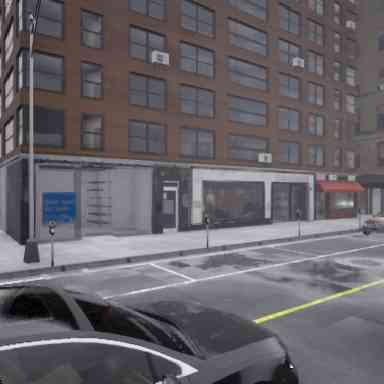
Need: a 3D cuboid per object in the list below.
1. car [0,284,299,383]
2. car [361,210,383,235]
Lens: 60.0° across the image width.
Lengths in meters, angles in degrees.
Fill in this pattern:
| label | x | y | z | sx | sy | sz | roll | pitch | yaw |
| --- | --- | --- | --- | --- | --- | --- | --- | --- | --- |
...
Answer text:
| label | x | y | z | sx | sy | sz | roll | pitch | yaw |
| --- | --- | --- | --- | --- | --- | --- | --- | --- | --- |
| car | -1.257 | 1.506 | 2.383 | 4.892 | 1.490 | 1.837 | 0 | 0 | -35 |
| car | 10.616 | 1.582 | 17.470 | 4.206 | 1.307 | 1.802 | 0 | 0 | -35 |
